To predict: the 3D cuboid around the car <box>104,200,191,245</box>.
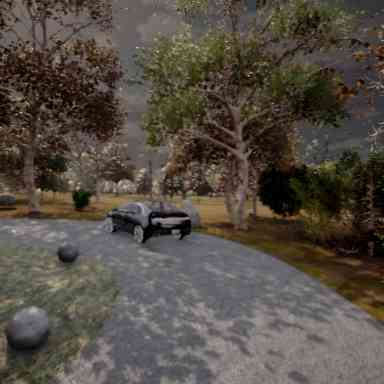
[{"bbox_3d":[-1.942,1.057,13.412,2.128,1.511,4.902,1,2,-35],"label":"car"}]
